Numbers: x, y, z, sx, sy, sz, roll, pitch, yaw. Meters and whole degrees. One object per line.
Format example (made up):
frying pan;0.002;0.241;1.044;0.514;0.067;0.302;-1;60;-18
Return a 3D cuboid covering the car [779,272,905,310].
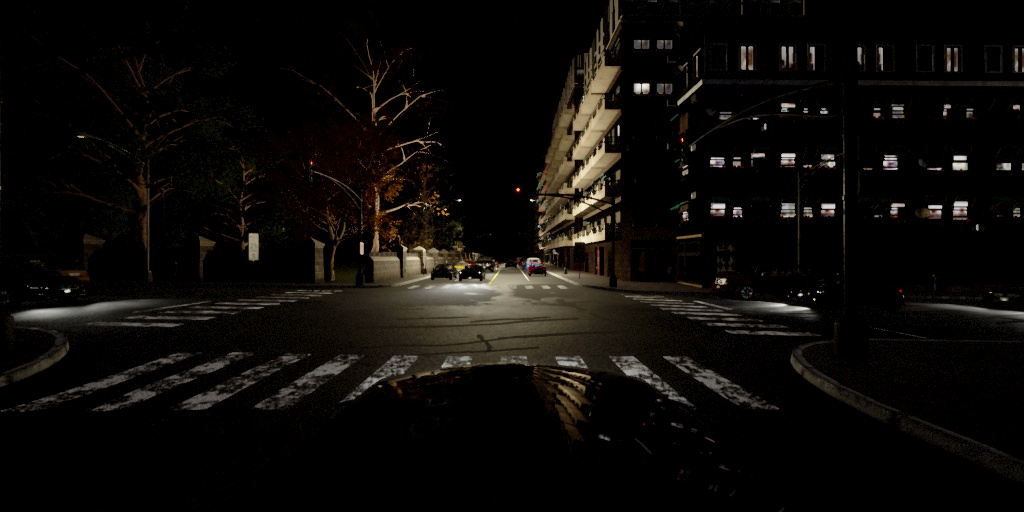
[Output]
car;15.116;1.623;16.365;4.181;1.385;1.994;1;0;-1

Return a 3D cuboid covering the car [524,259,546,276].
car;2.533;1.314;36.850;1.888;1.381;4.507;0;0;0

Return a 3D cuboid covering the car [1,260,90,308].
car;-18.205;0.954;12.695;4.892;1.490;1.837;1;0;-1

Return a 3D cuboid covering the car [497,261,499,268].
car;-3.317;1.151;59.912;2.097;1.767;4.553;0;0;0

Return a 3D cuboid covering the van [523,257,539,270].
van;2.507;1.115;42.481;1.690;1.789;3.998;0;0;0

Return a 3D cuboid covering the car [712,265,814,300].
car;13.374;1.353;18.929;5.009;1.841;2.192;0;0;-1

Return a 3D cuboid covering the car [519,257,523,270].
car;2.455;1.229;53.741;1.967;1.591;4.097;0;0;0

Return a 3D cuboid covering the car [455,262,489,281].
car;-3.225;1.364;29.663;1.895;1.301;4.718;0;0;0

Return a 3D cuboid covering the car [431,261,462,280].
car;-5.822;1.330;31.181;1.948;1.339;4.313;0;0;0

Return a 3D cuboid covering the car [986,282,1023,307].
car;24.953;1.764;16.509;4.674;1.442;1.812;1;0;-1

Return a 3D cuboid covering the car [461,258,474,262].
car;-5.872;1.300;42.273;1.751;1.417;4.829;0;0;0

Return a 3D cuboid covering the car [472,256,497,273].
car;-3.289;1.000;43.853;2.150;2.045;5.566;0;0;0

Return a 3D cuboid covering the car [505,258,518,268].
car;-0.175;1.366;61.545;1.994;1.385;4.181;0;0;0
